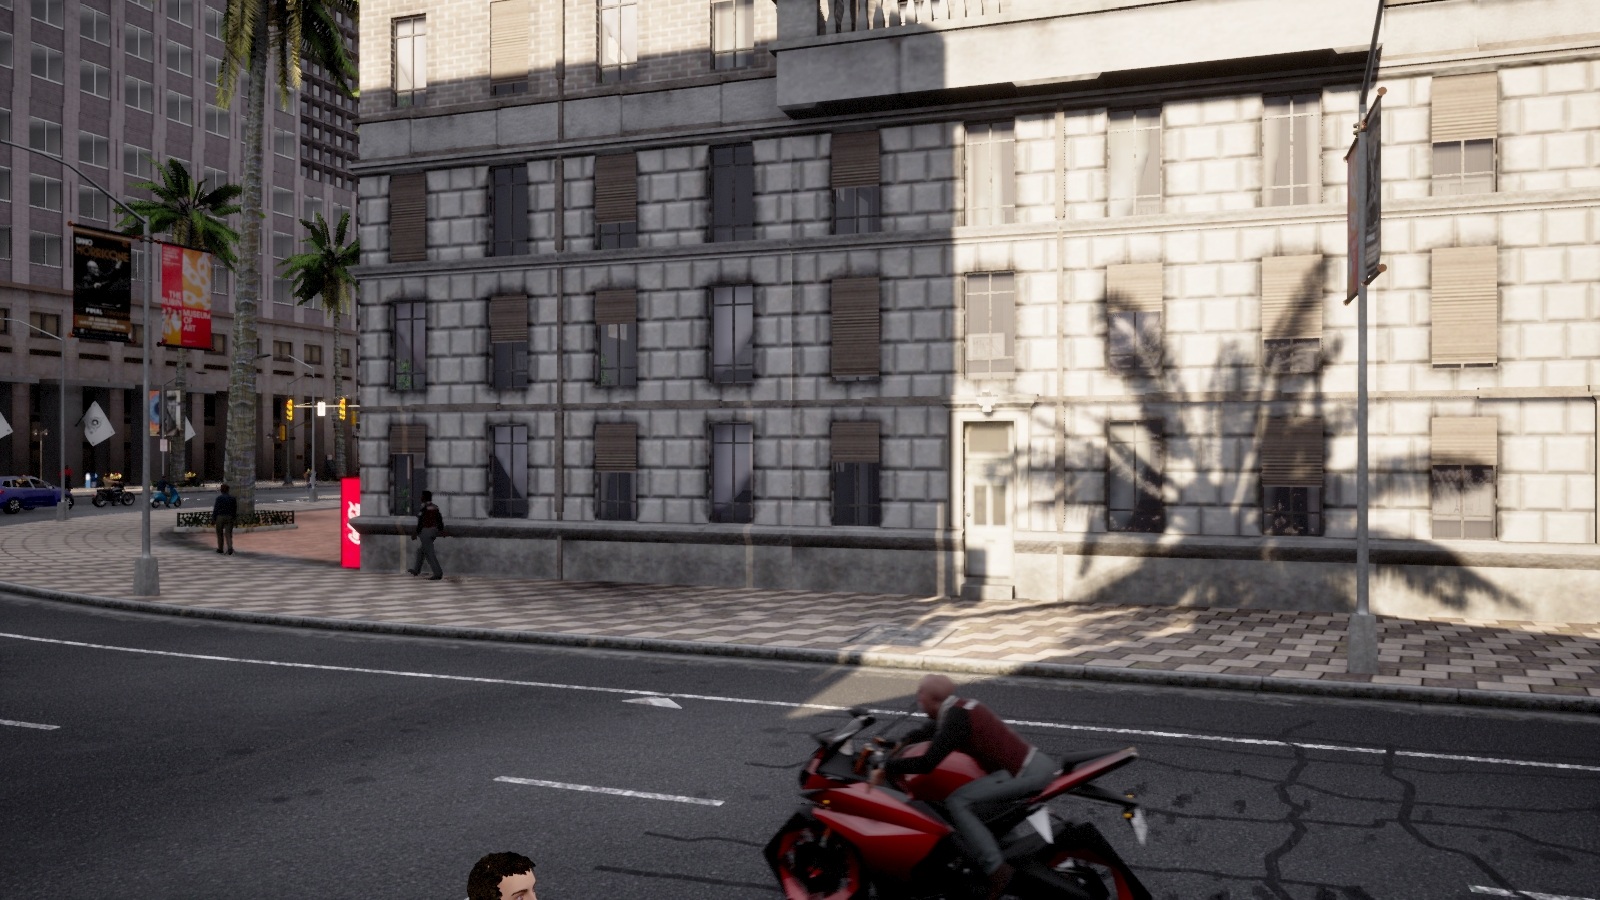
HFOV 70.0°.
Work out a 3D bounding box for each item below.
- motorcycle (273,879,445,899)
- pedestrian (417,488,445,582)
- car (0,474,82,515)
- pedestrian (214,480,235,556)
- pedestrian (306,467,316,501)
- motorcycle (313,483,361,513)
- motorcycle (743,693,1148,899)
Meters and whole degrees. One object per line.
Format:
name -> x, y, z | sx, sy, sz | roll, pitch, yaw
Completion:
motorcycle -> -1.030, 2.213, 3.640 | 2.033, 1.145, 0.803 | 0, 0, 20
pedestrian -> -7.419, 1.696, 22.958 | 0.375, 1.860, 0.375 | 0, 0, 22
car -> -35.215, 1.968, 51.598 | 2.242, 1.667, 4.611 | 0, 0, 9
pedestrian -> -14.355, 1.696, 28.505 | 0.375, 1.860, 0.375 | 0, 0, -43
pedestrian -> -26.941, 1.849, 62.978 | 0.375, 1.860, 0.375 | 0, 0, 39
motorcycle -> -21.134, 2.170, 52.239 | 0.764, 1.277, 2.356 | 0, 0, 16
motorcycle -> 0.856, 2.205, 6.663 | 2.209, 1.251, 0.867 | 0, 0, 20
